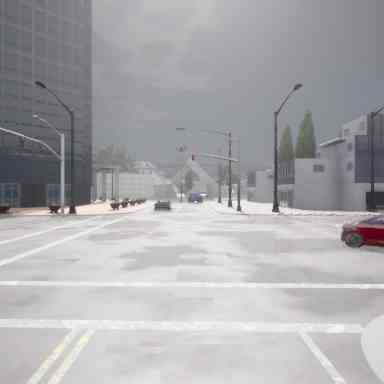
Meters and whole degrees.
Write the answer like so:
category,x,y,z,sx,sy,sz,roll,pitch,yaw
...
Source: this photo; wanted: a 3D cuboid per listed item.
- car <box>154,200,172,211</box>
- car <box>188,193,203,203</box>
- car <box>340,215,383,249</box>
category,x,y,z,sx,sy,sz,roll,pitch,yaw
car,-3.620,1.601,41.672,1.895,1.301,4.718,0,0,0
car,0.708,1.221,67.382,2.150,2.045,5.566,0,0,12
car,8.083,1.562,12.961,4.181,1.385,1.994,0,0,42
